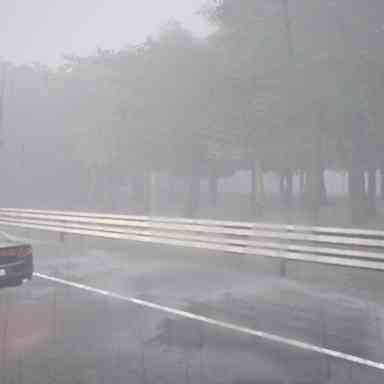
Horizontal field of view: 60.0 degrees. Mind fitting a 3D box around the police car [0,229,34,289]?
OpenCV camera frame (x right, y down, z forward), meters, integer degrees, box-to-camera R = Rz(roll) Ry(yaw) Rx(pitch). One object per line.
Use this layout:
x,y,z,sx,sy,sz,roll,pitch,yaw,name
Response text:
-5.939,1.416,8.120,5.238,1.638,1.930,0,0,35,police car
